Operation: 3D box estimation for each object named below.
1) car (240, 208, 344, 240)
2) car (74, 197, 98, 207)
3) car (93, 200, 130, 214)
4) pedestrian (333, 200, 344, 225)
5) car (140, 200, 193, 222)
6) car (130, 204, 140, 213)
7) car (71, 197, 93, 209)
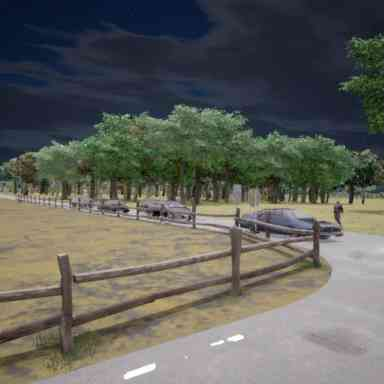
[{"bbox_3d":[4.688,1.525,16.592,2.033,1.411,5.357,2,-1,-32],"label":"car"},{"bbox_3d":[-16.795,1.580,52.315,2.033,1.411,5.357,2,-1,-35],"label":"car"},{"bbox_3d":[-8.377,1.524,35.425,2.033,1.411,5.357,2,-1,-35],"label":"car"},{"bbox_3d":[9.214,1.390,20.992,0.375,1.860,0.375,2,-1,-35],"label":"pedestrian"},{"bbox_3d":[-1.752,1.472,26.103,2.128,1.511,4.902,2,-1,-35],"label":"car"},{"bbox_3d":[-4.181,1.541,34.603,2.128,1.511,4.902,2,-1,-35],"label":"car"},{"bbox_3d":[-14.794,1.477,44.521,1.837,1.490,4.892,2,-1,-35],"label":"car"}]
